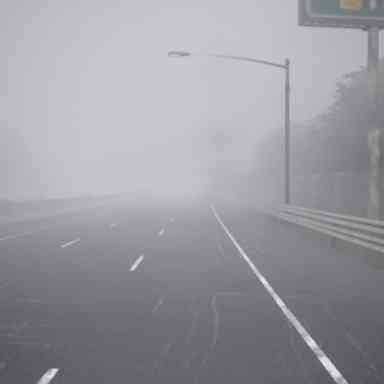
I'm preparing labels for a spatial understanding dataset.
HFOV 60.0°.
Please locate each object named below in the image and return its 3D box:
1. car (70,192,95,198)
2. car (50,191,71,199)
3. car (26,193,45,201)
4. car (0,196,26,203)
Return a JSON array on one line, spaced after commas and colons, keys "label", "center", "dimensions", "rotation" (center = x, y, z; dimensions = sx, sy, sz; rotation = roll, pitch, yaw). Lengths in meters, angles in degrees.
[{"label": "car", "center": [-16.374, 0.835, 50.980], "dimensions": [1.837, 1.490, 4.892], "rotation": [0, 1, 3]}, {"label": "car", "center": [-19.873, 0.679, 51.033], "dimensions": [2.097, 1.767, 4.553], "rotation": [0, 2, 3]}, {"label": "car", "center": [-23.456, 0.902, 49.283], "dimensions": [1.812, 1.442, 4.674], "rotation": [0, 1, 3]}, {"label": "car", "center": [-17.209, 1.307, 29.191], "dimensions": [2.033, 1.411, 5.357], "rotation": [0, 1, 1]}]
